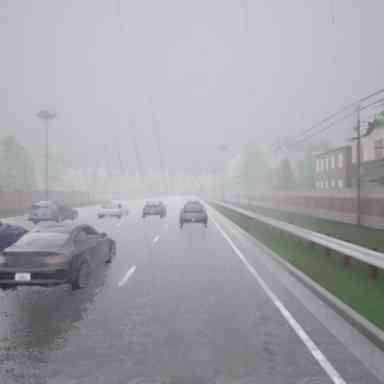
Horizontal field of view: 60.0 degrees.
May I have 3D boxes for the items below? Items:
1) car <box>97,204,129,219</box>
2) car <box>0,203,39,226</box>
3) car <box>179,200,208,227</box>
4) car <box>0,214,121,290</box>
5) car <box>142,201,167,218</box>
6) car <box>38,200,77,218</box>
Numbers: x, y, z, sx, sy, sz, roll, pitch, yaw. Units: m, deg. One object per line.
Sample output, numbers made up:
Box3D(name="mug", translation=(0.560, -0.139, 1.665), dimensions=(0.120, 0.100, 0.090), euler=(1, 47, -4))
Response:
Box3D(name="car", translation=(-6.896, 1.679, 29.616), dimensions=(1.895, 1.301, 4.718), euler=(0, 0, 0))
Box3D(name="car", translation=(-6.898, 1.379, 10.224), dimensions=(2.097, 1.767, 4.553), euler=(0, 0, 0))
Box3D(name="car", translation=(0.102, 1.553, 23.299), dimensions=(2.128, 1.511, 4.902), euler=(0, 0, 0))
Box3D(name="car", translation=(-3.412, 1.550, 8.998), dimensions=(1.812, 1.442, 4.674), euler=(0, 0, 0))
Box3D(name="car", translation=(-3.396, 1.573, 30.798), dimensions=(2.128, 1.511, 4.902), euler=(0, 0, 0))
Box3D(name="car", translation=(-10.396, 1.614, 25.249), dimensions=(2.033, 1.411, 5.357), euler=(0, 0, 0))
